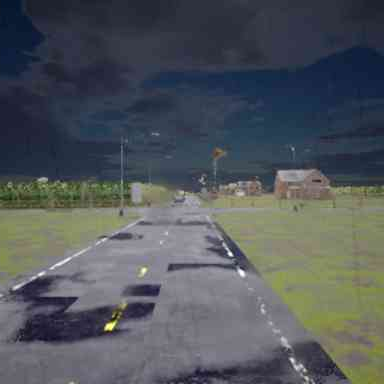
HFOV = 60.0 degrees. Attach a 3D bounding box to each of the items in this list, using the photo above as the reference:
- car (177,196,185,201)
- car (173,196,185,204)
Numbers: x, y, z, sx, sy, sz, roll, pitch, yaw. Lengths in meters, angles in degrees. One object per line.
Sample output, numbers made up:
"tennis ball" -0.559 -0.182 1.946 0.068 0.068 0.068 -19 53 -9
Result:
"car" -2.707 1.607 83.701 1.994 1.385 4.181 0 0 0
"car" -2.716 1.511 67.279 1.882 1.535 5.008 0 0 0
